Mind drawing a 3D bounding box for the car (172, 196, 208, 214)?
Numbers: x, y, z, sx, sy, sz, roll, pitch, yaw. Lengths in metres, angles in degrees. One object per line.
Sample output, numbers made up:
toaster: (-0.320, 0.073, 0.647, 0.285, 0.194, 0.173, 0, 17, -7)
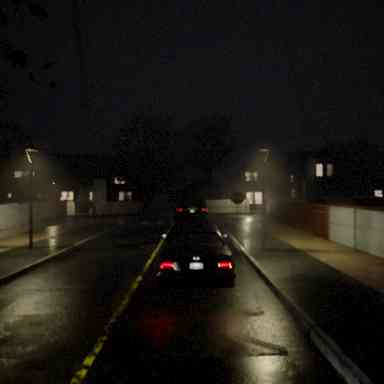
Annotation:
car: (-0.173, 1.301, 23.557, 2.150, 2.045, 5.566, 0, 0, -4)

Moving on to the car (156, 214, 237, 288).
car: (0.085, 1.578, 9.354, 2.033, 1.411, 5.357, 0, 0, 0)
